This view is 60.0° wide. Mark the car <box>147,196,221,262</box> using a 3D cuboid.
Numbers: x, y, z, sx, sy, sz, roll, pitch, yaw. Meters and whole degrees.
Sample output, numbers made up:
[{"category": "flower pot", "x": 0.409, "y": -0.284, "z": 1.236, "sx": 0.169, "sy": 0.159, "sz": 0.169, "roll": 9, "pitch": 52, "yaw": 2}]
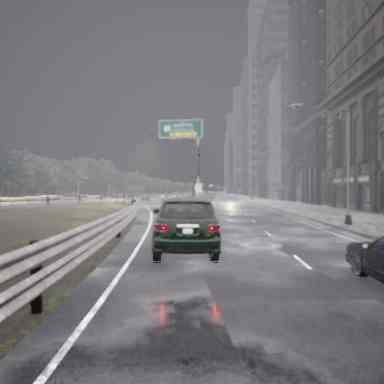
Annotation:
[{"category": "car", "x": -0.263, "y": 1.211, "z": 12.226, "sx": 2.150, "sy": 2.045, "sz": 5.566, "roll": 1, "pitch": 0, "yaw": -3}]

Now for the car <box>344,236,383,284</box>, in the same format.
[{"category": "car", "x": 5.090, "y": 1.534, "z": 7.062, "sx": 2.033, "sy": 1.411, "sz": 5.357, "roll": 0, "pitch": 0, "yaw": 5}]

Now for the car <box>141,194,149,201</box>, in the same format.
[{"category": "car", "x": -9.772, "y": 1.222, "z": 69.782, "sx": 2.033, "sy": 1.411, "sz": 5.357, "roll": 0, "pitch": 0, "yaw": -11}]
